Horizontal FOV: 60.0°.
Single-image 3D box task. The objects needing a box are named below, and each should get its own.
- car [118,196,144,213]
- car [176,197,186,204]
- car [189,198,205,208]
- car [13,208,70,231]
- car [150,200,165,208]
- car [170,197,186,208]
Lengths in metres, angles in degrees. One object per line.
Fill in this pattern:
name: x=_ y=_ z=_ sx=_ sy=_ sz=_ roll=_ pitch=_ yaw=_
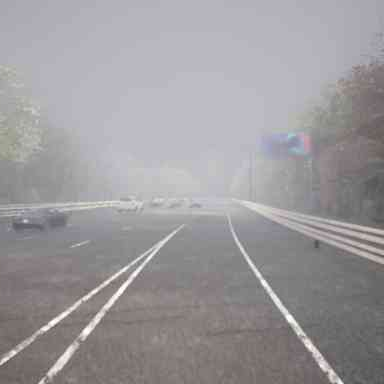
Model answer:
car: x=-7.757 y=1.588 z=42.452 sx=2.150 sy=2.045 sz=5.566 roll=0 pitch=-1 yaw=5
car: x=-2.997 y=2.311 z=92.914 sx=2.097 sy=1.767 sz=4.553 roll=0 pitch=-1 yaw=5
car: x=0.802 y=2.194 z=58.663 sx=1.895 sy=1.301 sz=4.718 roll=0 pitch=-1 yaw=5
car: x=-9.707 y=1.708 z=21.790 sx=1.994 sy=1.385 sz=4.181 roll=0 pitch=-1 yaw=5
car: x=-6.156 y=2.150 z=59.443 sx=1.895 sy=1.301 sz=4.718 roll=0 pitch=-1 yaw=5
car: x=-2.682 y=2.118 z=59.011 sx=2.033 sy=1.411 sz=5.357 roll=0 pitch=-1 yaw=5
